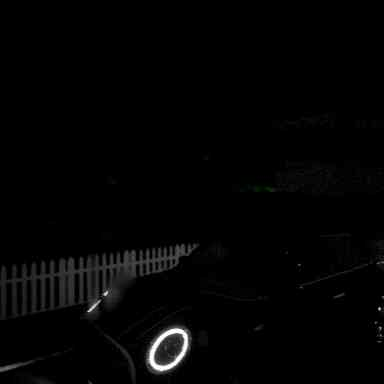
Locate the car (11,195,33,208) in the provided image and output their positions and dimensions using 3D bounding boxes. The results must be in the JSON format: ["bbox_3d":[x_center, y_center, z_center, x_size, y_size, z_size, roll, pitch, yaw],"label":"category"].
[{"bbox_3d":[-25.068,1.341,48.535,1.905,1.878,3.866,0,0,-38],"label":"car"}]

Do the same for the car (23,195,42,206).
[{"bbox_3d":[-27.256,1.399,56.776,1.932,1.855,4.605,0,0,-38],"label":"car"}]

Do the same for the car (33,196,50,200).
[{"bbox_3d":[-22.059,1.619,50.075,1.970,1.475,3.806,0,0,-38],"label":"car"}]

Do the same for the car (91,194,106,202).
[{"bbox_3d":[-23.162,1.473,82.366,1.932,1.855,4.605,0,0,-38],"label":"car"}]

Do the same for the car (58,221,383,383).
[{"bbox_3d":[0.822,1.366,4.643,4.553,1.767,2.097,0,0,-37],"label":"car"}]

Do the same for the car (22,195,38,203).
[{"bbox_3d":[-35.360,1.540,72.472,2.152,1.636,5.027,0,0,-38],"label":"car"}]

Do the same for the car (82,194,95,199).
[{"bbox_3d":[-25.215,1.453,80.269,1.905,1.878,3.866,0,0,-38],"label":"car"}]

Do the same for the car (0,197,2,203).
[{"bbox_3d":[-40.251,1.623,68.305,1.970,1.475,3.806,0,0,-38],"label":"car"}]

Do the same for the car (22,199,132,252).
[{"bbox_3d":[-4.773,1.381,14.110,3.866,1.878,1.905,0,0,-38],"label":"car"}]
